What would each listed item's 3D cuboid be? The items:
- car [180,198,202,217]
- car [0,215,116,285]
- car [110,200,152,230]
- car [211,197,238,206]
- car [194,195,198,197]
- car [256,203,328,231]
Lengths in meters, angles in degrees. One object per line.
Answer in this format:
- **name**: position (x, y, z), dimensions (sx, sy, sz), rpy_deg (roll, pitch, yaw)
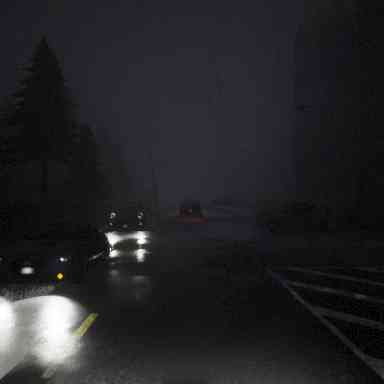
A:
- **car**: position (-0.132, 1.445, 30.745), dimensions (1.882, 1.535, 5.008), rpy_deg (0, -1, 0)
- **car**: position (-3.669, 1.554, 9.343), dimensions (1.994, 1.385, 4.181), rpy_deg (0, 0, -1)
- **car**: position (-3.745, 1.330, 20.810), dimensions (2.097, 1.767, 4.553), rpy_deg (0, 0, 0)
- **car**: position (5.154, 1.494, 52.893), dimensions (4.181, 1.381, 1.994), rpy_deg (0, 0, -1)
- **car**: position (-0.248, 1.478, 44.755), dimensions (1.812, 1.442, 4.674), rpy_deg (0, 0, 0)
- **car**: position (5.898, 1.462, 19.889), dimensions (3.988, 1.617, 1.851), rpy_deg (0, 0, -1)
